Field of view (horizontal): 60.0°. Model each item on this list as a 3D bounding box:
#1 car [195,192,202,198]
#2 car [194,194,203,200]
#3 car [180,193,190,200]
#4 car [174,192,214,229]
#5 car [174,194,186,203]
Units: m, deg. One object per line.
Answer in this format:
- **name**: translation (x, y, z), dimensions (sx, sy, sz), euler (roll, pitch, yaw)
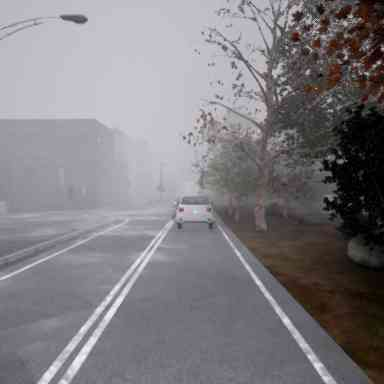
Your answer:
- **car**: translation (1.840, 0.775, 88.349), dimensions (1.837, 1.490, 4.892), euler (0, 1, 2)
- **car**: translation (1.534, 1.117, 78.381), dimensions (1.895, 1.301, 4.718), euler (0, 1, 2)
- **car**: translation (-1.693, 1.053, 79.165), dimensions (2.033, 1.411, 5.357), euler (0, 1, 2)
- **car**: translation (0.212, 1.159, 21.485), dimensions (2.150, 2.045, 5.566), euler (0, 0, 1)
- **car**: translation (-2.231, 1.187, 63.377), dimensions (1.812, 1.442, 4.674), euler (0, 0, 2)
